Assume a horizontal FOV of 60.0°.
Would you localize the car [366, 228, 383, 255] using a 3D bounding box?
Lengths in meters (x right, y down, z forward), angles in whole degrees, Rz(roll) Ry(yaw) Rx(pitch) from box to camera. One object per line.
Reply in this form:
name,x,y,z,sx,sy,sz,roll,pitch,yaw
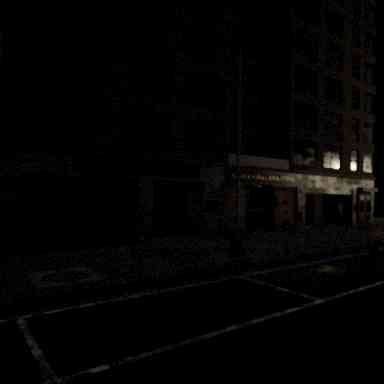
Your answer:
car,8.564,1.699,12.897,4.829,1.417,1.752,1,0,-36
